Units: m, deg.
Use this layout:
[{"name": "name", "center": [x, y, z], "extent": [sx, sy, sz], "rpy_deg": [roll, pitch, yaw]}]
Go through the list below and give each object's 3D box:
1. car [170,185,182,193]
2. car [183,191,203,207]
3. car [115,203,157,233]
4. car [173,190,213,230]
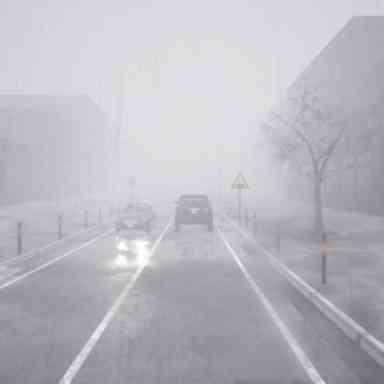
[{"name": "car", "center": [-2.924, -0.510, 61.232], "extent": [1.994, 1.385, 4.181], "rpy_deg": [0, 3, 2]}, {"name": "car", "center": [0.098, 0.717, 38.781], "extent": [2.128, 1.511, 4.902], "rpy_deg": [0, 3, 0]}, {"name": "car", "center": [-3.099, 1.391, 19.099], "extent": [2.128, 1.511, 4.902], "rpy_deg": [0, 1, 0]}, {"name": "car", "center": [0.087, 1.098, 20.330], "extent": [2.150, 2.045, 5.566], "rpy_deg": [0, 1, 0]}]
